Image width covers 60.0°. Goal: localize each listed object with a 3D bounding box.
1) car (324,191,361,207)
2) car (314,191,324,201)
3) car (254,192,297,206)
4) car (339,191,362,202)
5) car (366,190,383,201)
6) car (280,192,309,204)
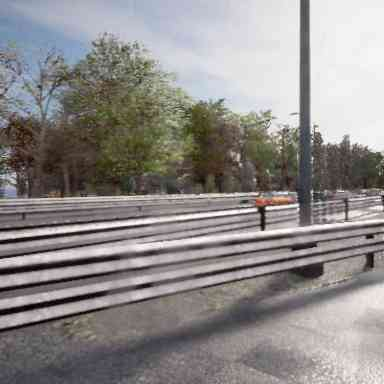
[{"bbox_3d":[15.934,0.798,34.942,1.837,1.490,4.892,0,0,41],"label":"car"},{"bbox_3d":[20.246,0.557,50.541,2.128,1.511,4.902,0,1,41],"label":"car"},{"bbox_3d":[7.679,0.754,30.887,2.097,1.767,4.553,0,1,41],"label":"car"},{"bbox_3d":[23.208,0.635,48.608,1.994,1.385,4.181,0,1,41],"label":"car"},{"bbox_3d":[25.940,0.435,46.411,2.097,1.767,4.553,0,1,41],"label":"car"},{"bbox_3d":[13.044,0.783,42.243,1.994,1.385,4.181,0,1,41],"label":"car"}]
